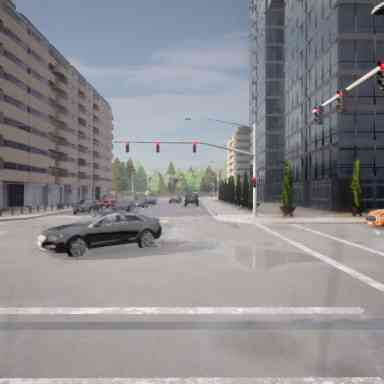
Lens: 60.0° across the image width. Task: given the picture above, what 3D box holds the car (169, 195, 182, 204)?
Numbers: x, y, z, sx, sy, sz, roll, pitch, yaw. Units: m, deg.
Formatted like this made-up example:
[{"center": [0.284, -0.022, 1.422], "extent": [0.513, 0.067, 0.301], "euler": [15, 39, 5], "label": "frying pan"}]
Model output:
[{"center": [-3.420, 1.526, 64.362], "extent": [1.812, 1.442, 4.674], "euler": [0, 0, 1], "label": "car"}]

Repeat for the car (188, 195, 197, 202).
[{"center": [0.112, 1.500, 74.656], "extent": [1.837, 1.490, 4.892], "euler": [0, 0, 1], "label": "car"}]

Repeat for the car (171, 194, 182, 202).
[{"center": [-3.396, 1.355, 74.380], "extent": [2.097, 1.767, 4.553], "euler": [0, 0, 1], "label": "car"}]

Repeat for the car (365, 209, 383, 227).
[{"center": [13.583, 1.407, 21.217], "extent": [4.553, 1.767, 2.097], "euler": [0, 0, 0], "label": "car"}]

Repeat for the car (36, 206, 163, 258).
[{"center": [-3.441, 1.517, 13.070], "extent": [4.902, 1.511, 2.128], "euler": [0, 0, -42], "label": "car"}]

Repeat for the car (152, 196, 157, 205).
[{"center": [-7.184, 1.478, 57.211], "extent": [1.882, 1.535, 5.008], "euler": [0, 0, 1], "label": "car"}]

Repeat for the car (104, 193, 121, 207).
[{"center": [-10.861, 1.221, 44.651], "extent": [2.150, 2.045, 5.566], "euler": [0, 0, 0], "label": "car"}]

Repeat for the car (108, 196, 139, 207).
[{"center": [-7.402, 1.505, 36.424], "extent": [1.837, 1.490, 4.892], "euler": [0, 0, 0], "label": "car"}]

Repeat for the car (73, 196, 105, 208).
[{"center": [-10.900, 1.505, 34.803], "extent": [1.837, 1.490, 4.892], "euler": [0, 0, 0], "label": "car"}]

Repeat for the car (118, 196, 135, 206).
[{"center": [-10.723, 1.478, 54.774], "extent": [1.882, 1.535, 5.008], "euler": [0, 0, 1], "label": "car"}]

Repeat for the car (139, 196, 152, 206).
[{"center": [-7.323, 1.492, 46.788], "extent": [2.128, 1.511, 4.902], "euler": [0, 0, 1], "label": "car"}]

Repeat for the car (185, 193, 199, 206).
[{"center": [-0.044, 1.221, 54.729], "extent": [2.150, 2.045, 5.566], "euler": [0, 0, 1], "label": "car"}]
